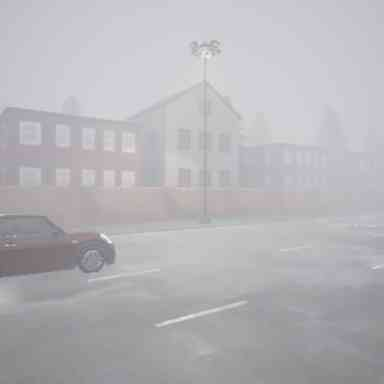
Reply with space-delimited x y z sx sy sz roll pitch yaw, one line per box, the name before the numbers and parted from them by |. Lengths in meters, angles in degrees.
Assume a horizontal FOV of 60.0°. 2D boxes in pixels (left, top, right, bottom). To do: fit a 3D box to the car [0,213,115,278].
car | -4.468 1.351 9.155 4.553 1.767 2.097 0 0 -35
